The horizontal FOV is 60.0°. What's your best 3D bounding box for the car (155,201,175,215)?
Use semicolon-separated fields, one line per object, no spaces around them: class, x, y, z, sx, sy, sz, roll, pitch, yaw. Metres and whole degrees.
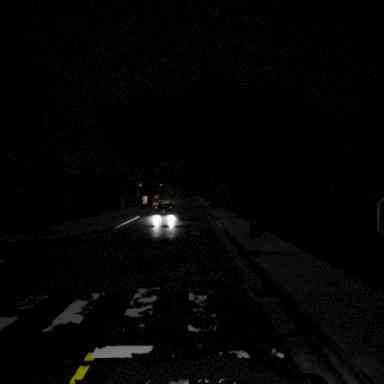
car;-2.801;1.613;34.798;1.895;1.301;4.718;0;0;0
